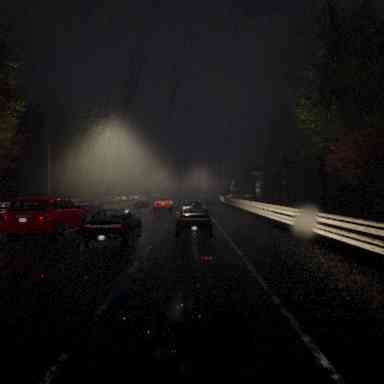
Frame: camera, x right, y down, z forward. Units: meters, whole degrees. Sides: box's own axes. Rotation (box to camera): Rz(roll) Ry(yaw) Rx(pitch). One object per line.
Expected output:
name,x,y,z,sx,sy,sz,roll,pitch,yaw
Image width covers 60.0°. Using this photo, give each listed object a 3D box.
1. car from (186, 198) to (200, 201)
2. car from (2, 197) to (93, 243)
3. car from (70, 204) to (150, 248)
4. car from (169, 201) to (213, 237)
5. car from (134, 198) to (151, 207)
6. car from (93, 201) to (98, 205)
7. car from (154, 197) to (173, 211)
car,0.133,1.576,45.954,1.994,1.385,4.181,0,0,0
car,-6.892,1.227,16.227,2.150,2.045,5.566,0,0,0
car,-3.394,1.496,14.868,2.128,1.511,4.902,0,0,0
car,0.108,1.496,18.068,2.128,1.511,4.902,0,0,0
car,-6.879,1.505,46.287,2.128,1.511,4.902,0,0,0
car,-10.385,1.557,33.416,2.033,1.411,5.357,0,0,0
car,-3.382,1.362,40.692,2.097,1.767,4.553,0,0,0
